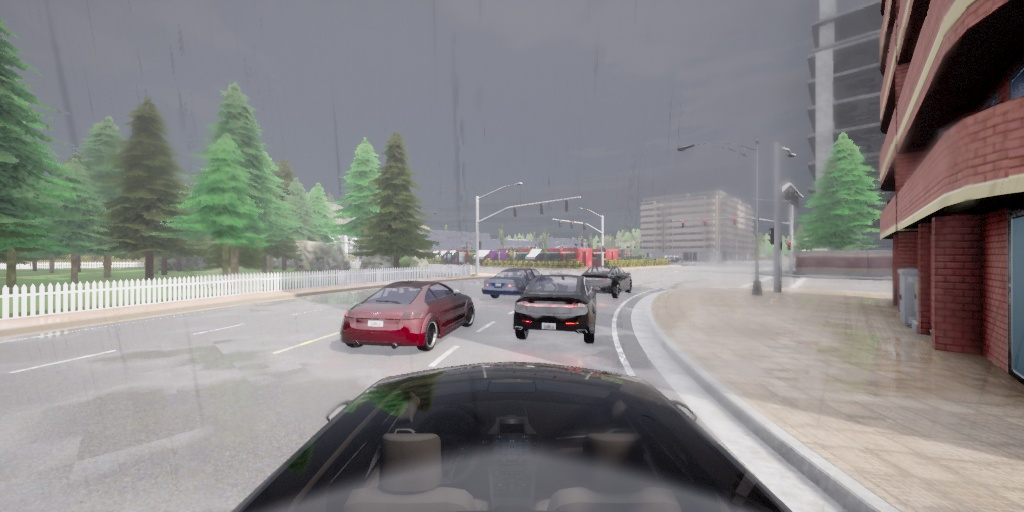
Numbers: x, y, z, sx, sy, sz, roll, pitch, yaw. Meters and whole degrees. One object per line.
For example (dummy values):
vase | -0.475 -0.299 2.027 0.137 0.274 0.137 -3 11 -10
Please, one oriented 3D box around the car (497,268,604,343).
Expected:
car | 1.349 1.242 9.787 2.128 1.511 4.902 0 0 14

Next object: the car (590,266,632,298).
car | 4.846 1.236 18.346 2.128 1.511 4.902 1 1 29

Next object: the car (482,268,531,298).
car | 0.473 1.297 17.834 2.033 1.411 5.357 0 0 25

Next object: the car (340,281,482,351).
car | -2.361 1.314 9.117 1.994 1.385 4.181 0 0 10
